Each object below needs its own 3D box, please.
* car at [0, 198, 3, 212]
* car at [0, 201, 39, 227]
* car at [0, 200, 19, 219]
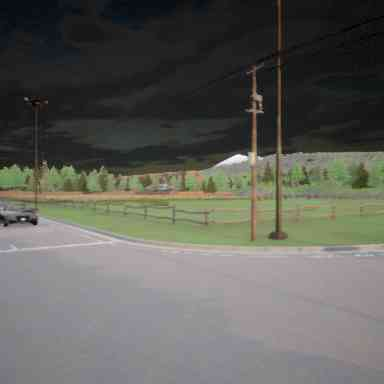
[{"bbox_3d":[-23.382,1.508,38.826,1.837,1.490,4.892,0,0,-36],"label":"car"},{"bbox_3d":[-11.996,1.566,22.937,1.994,1.385,4.181,0,0,-36],"label":"car"},{"bbox_3d":[-17.398,1.550,30.436,2.033,1.411,5.357,0,0,-36],"label":"car"}]
